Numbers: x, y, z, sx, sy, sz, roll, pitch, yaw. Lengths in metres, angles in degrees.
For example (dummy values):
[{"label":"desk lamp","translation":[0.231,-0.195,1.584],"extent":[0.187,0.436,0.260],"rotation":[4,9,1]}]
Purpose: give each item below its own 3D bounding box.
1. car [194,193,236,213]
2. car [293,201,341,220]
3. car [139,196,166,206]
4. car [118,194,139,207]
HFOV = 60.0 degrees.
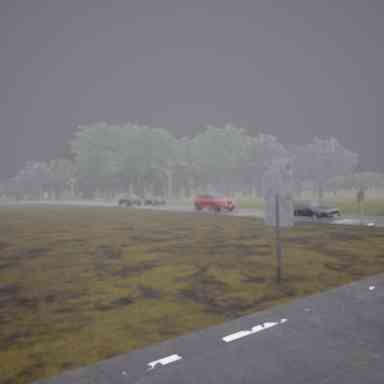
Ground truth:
[{"label":"car","translation":[2.401,1.134,37.012],"extent":[2.150,2.045,5.566],"rotation":[-2,1,-36]},{"label":"car","translation":[9.350,1.430,27.374],"extent":[2.033,1.411,5.357],"rotation":[-2,1,-36]},{"label":"car","translation":[-6.099,1.437,53.812],"extent":[2.128,1.511,4.902],"rotation":[-2,1,-35]},{"label":"car","translation":[-10.259,1.300,54.763],"extent":[2.150,2.045,5.566],"rotation":[-2,1,-35]}]
